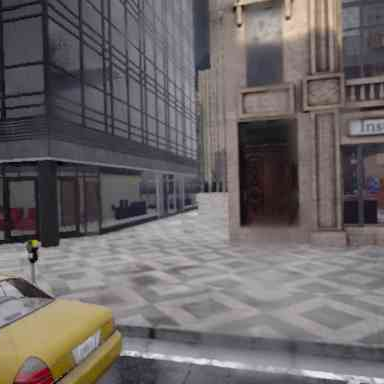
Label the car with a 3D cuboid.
[{"bbox_3d":[-3.273,1.544,3.888,4.829,1.417,1.752,-1,1,15],"label":"car"}]
